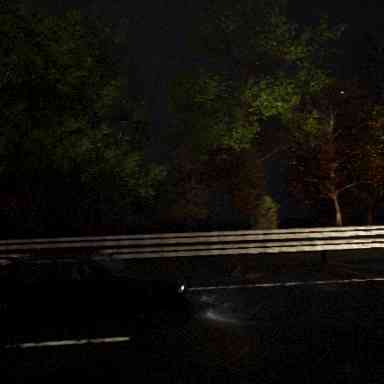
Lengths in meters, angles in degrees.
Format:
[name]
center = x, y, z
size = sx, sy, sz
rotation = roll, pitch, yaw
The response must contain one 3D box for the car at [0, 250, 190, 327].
[car]
center = -2.774, 2.070, 7.628
size = 5.357, 1.411, 2.033
rotation = -2, -3, -5
